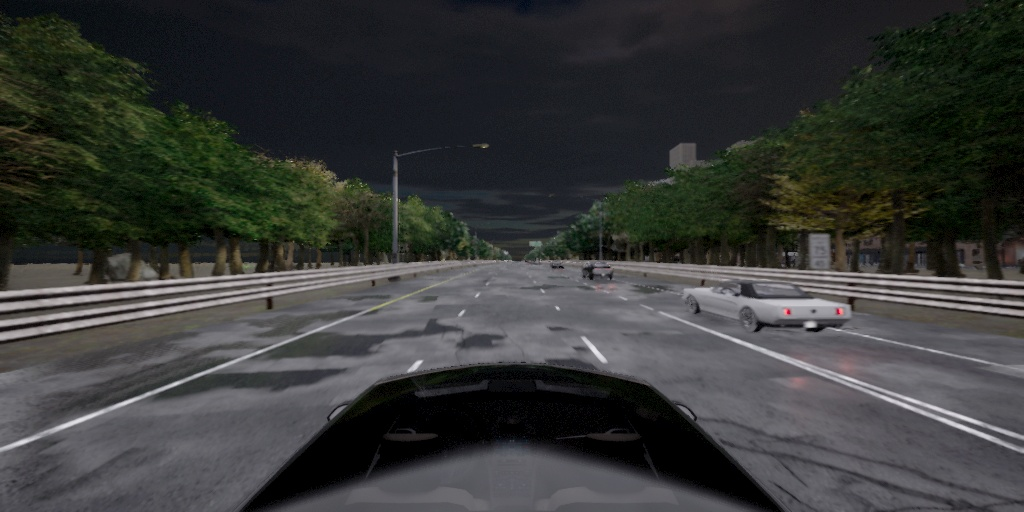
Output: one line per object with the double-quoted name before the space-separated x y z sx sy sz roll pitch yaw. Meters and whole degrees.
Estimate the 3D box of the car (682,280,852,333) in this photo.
"car" 7.050 1.352 10.742 1.895 1.301 4.718 0 0 -1

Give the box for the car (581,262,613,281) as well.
"car" 7.009 1.241 29.877 2.128 1.511 4.902 0 0 0

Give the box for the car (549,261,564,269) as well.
"car" 7.091 1.464 57.874 1.895 1.301 4.718 0 0 0
